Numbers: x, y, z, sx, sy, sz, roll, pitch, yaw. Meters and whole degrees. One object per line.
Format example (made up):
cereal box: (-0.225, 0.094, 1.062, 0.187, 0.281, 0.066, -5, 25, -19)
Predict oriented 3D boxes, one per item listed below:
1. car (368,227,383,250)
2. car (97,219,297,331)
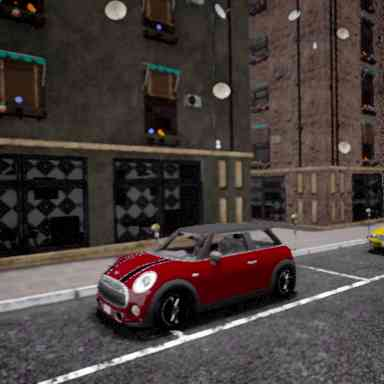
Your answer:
car: (8.543, 1.434, 12.693, 4.829, 1.417, 1.752, 0, -1, -36)
car: (0.201, 1.415, 6.729, 4.097, 1.590, 1.967, 0, -1, -36)
